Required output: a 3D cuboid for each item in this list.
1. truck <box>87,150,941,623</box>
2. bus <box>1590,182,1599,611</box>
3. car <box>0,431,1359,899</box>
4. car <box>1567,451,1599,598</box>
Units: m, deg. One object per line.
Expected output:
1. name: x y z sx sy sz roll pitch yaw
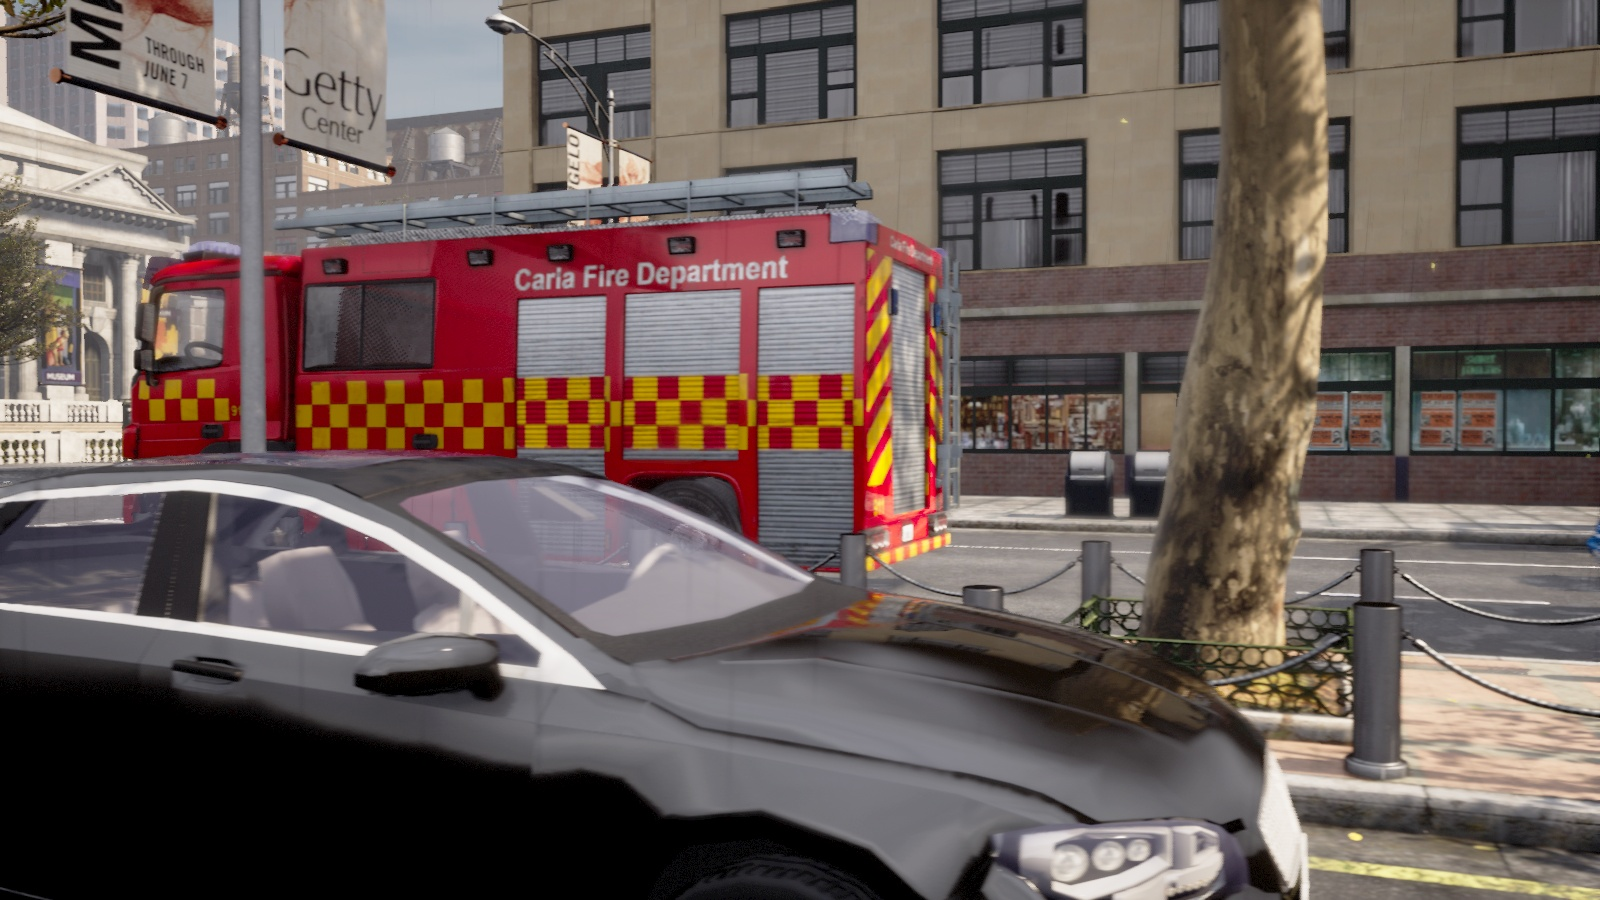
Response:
1. truck: -3.041 -0.577 13.056 8.468 3.827 2.891 1 1 21
2. bus: 11.214 -0.613 7.572 10.273 4.253 3.944 1 1 21
3. car: -1.066 0.712 3.775 4.902 1.511 2.128 1 1 21
4. car: 8.917 0.726 12.238 2.207 1.376 1.481 1 1 21
